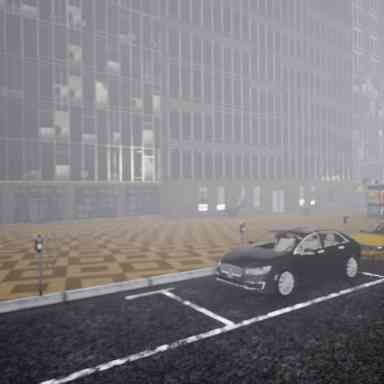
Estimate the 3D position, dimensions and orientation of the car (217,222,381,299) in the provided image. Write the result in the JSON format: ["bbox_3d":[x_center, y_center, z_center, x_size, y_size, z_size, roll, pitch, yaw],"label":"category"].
[{"bbox_3d":[2.598,1.580,8.429,4.403,1.369,2.008,0,-1,-35],"label":"car"}]

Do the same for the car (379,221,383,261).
[{"bbox_3d":[7.038,1.578,11.599,4.829,1.417,1.752,0,-1,-36],"label":"car"}]
